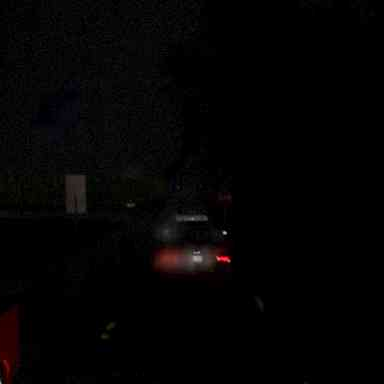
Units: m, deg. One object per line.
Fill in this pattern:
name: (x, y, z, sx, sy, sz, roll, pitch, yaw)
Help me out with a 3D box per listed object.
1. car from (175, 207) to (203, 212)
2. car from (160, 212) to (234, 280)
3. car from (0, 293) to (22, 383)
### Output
car: (-0.160, 1.630, 21.649, 1.895, 1.301, 4.718, 0, 0, -4)
car: (0.122, 1.570, 9.967, 2.033, 1.411, 5.357, 0, 0, 0)
car: (-2.748, 1.484, 1.481, 1.882, 1.535, 5.008, 0, 0, 0)
